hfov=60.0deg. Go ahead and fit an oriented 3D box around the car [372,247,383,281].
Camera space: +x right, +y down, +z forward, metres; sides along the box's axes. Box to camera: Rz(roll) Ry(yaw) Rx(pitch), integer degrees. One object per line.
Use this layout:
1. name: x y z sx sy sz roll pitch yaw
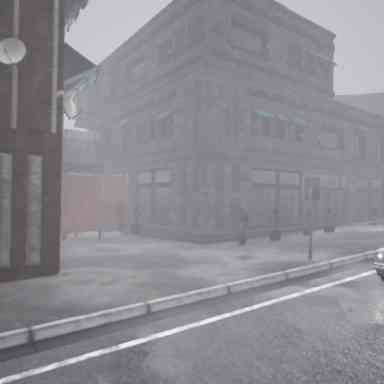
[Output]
1. car: 6.524 1.548 8.371 4.718 1.301 1.895 -1 0 -36
